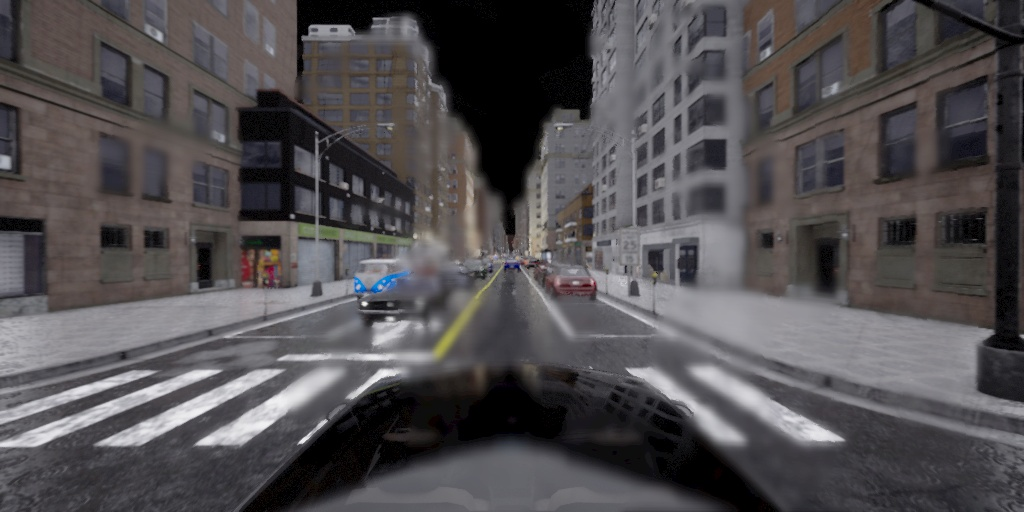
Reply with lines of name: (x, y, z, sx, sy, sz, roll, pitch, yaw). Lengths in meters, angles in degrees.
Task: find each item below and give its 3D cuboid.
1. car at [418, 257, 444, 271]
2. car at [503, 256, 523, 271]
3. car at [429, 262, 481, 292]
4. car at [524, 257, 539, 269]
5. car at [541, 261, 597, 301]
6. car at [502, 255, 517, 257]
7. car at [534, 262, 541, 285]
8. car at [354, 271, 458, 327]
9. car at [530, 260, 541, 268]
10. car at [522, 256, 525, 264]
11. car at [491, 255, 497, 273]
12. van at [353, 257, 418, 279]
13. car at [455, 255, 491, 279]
car: (-5.901, 0.993, 22.244, 2.192, 1.841, 5.009, 0, 0, 0)
car: (0.005, 1.054, 44.161, 1.882, 1.535, 5.008, 0, 0, 0)
car: (-3.133, 1.246, 20.584, 1.994, 1.385, 4.181, 0, 0, 1)
car: (3.038, 1.054, 49.307, 1.837, 1.490, 4.892, 0, 0, 0)
car: (2.638, 1.129, 16.746, 1.967, 1.591, 4.097, 0, 0, 0)
car: (-0.112, 1.029, 53.646, 2.128, 1.511, 4.902, 0, 0, 0)
car: (2.625, 1.231, 22.271, 1.948, 1.339, 4.313, 0, 0, 0)
car: (-3.133, 1.321, 11.496, 1.895, 1.301, 4.718, 0, 0, 0)
car: (2.612, 1.224, 27.796, 1.802, 1.307, 4.207, 0, 0, 0)
car: (2.989, 0.873, 56.277, 2.097, 1.767, 4.553, 0, 0, 0)
car: (-3.148, 0.950, 40.216, 2.097, 1.767, 4.553, 0, 0, 0)
van: (-5.888, 1.043, 16.721, 1.690, 1.789, 3.998, 0, 0, 0)
car: (-3.160, 0.993, 30.226, 2.097, 1.767, 4.553, 0, 0, 0)
